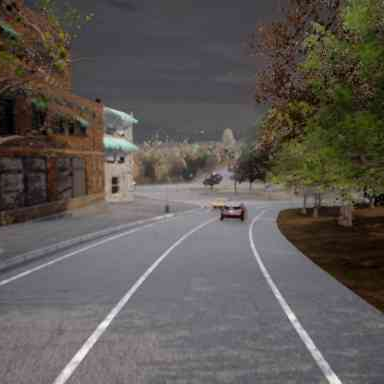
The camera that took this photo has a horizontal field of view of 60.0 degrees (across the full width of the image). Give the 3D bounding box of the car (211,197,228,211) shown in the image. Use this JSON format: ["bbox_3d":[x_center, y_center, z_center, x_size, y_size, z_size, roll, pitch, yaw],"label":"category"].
[{"bbox_3d":[3.630,1.453,40.166,1.882,1.535,5.008,2,2,17],"label":"car"}]

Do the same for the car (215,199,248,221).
[{"bbox_3d":[3.638,1.597,28.257,2.163,1.488,4.792,2,0,14],"label":"car"}]
